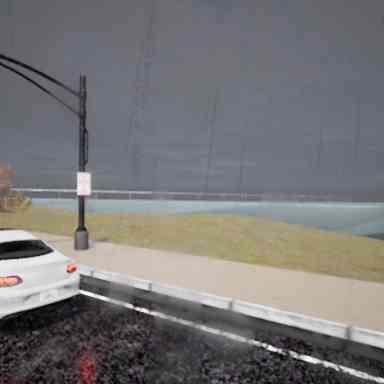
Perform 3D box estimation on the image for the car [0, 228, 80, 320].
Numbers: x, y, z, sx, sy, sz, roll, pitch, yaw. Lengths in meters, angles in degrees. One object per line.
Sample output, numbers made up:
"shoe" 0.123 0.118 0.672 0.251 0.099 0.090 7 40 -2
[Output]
"car" -4.154 1.451 6.633 4.674 1.442 1.812 1 0 35
